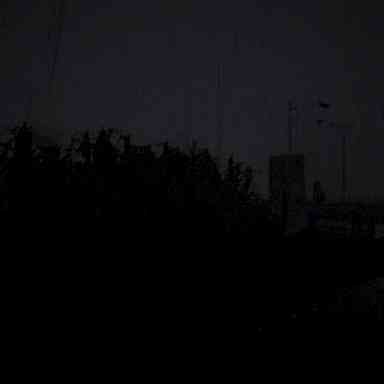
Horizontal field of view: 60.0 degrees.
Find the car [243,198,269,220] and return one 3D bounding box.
[{"bbox_3d":[5.908,1.300,24.817,2.097,1.767,4.553,0,0,-36],"label":"car"}]
